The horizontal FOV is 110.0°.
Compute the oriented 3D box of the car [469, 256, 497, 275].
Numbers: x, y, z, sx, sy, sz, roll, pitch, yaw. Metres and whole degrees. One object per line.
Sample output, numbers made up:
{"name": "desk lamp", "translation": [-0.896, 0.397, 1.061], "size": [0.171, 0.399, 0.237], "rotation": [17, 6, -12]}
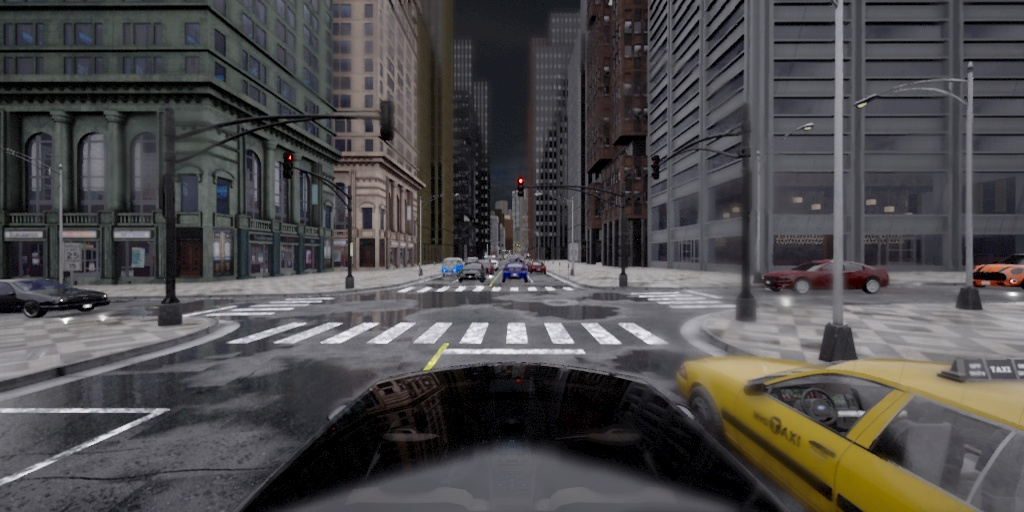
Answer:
{"name": "car", "translation": [-3.036, 1.105, 38.455], "size": [2.097, 1.767, 4.553], "rotation": [0, 0, 0]}

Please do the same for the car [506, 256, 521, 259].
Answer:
{"name": "car", "translation": [0.203, 1.272, 61.842], "size": [1.837, 1.490, 4.892], "rotation": [0, 0, 0]}

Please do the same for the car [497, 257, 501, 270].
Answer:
{"name": "car", "translation": [-3.010, 0.979, 48.893], "size": [2.150, 2.045, 5.566], "rotation": [0, 0, 0]}

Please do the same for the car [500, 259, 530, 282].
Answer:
{"name": "car", "translation": [0.205, 1.227, 28.939], "size": [1.882, 1.535, 5.008], "rotation": [0, 0, 0]}

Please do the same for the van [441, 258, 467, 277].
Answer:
{"name": "van", "translation": [-5.721, 1.092, 34.756], "size": [1.690, 1.789, 3.998], "rotation": [0, 0, 0]}

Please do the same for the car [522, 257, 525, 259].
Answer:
{"name": "car", "translation": [2.869, 1.288, 56.994], "size": [1.751, 1.417, 4.829], "rotation": [0, 0, 0]}

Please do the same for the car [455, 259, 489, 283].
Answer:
{"name": "car", "translation": [-3.046, 1.254, 28.184], "size": [1.837, 1.490, 4.892], "rotation": [0, 0, 0]}

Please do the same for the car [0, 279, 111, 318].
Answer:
{"name": "car", "translation": [-19.177, 1.606, 13.972], "size": [5.357, 1.411, 2.033], "rotation": [-1, 0, 0]}

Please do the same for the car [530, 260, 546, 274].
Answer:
{"name": "car", "translation": [2.844, 1.298, 40.248], "size": [1.888, 1.381, 4.507], "rotation": [0, 0, 0]}

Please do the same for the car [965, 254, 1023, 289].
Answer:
{"name": "car", "translation": [24.639, 0.654, 16.933], "size": [4.553, 1.767, 2.097], "rotation": [-1, 0, 0]}

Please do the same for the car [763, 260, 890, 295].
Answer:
{"name": "car", "translation": [14.717, 0.945, 16.986], "size": [5.008, 1.535, 1.882], "rotation": [-1, 0, 2]}

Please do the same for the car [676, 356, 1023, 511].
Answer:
{"name": "car", "translation": [2.769, 1.275, 2.325], "size": [1.751, 1.417, 4.829], "rotation": [0, 0, 0]}
